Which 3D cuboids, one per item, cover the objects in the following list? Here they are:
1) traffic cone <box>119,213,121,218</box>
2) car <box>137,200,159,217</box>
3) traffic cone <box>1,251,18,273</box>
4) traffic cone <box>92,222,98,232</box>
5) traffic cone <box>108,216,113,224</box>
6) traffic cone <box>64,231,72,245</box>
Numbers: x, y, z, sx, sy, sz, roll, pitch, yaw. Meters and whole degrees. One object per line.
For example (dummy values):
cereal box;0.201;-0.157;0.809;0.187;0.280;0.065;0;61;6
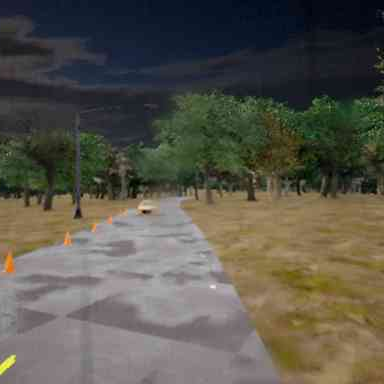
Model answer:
traffic cone;-6.364;2.036;29.407;0.340;0.580;0.340;0;0;-5
car;-4.204;1.550;32.216;1.882;1.535;5.008;0;0;-5
traffic cone;-5.242;2.000;9.581;0.340;0.580;0.340;0;0;-2
traffic cone;-5.667;2.028;19.498;0.340;0.580;0.340;0;0;-3
traffic cone;-5.982;2.034;24.451;0.340;0.580;0.340;0;0;-4
traffic cone;-5.421;2.016;14.541;0.340;0.580;0.340;0;0;-2
